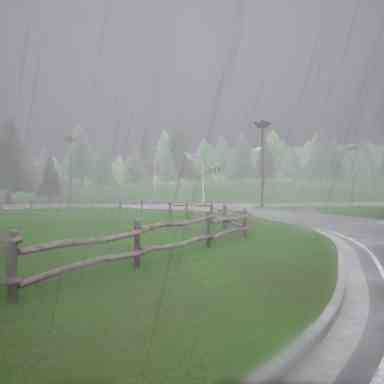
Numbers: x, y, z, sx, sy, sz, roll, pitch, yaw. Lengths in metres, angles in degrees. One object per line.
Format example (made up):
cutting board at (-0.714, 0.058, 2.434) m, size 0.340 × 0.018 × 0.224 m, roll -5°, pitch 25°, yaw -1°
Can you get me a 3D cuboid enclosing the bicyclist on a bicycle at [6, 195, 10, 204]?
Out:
bicyclist on a bicycle at (-32.005, 1.297, 57.773) m, size 0.582 × 1.620 × 1.656 m, roll 0°, pitch 0°, yaw -12°
